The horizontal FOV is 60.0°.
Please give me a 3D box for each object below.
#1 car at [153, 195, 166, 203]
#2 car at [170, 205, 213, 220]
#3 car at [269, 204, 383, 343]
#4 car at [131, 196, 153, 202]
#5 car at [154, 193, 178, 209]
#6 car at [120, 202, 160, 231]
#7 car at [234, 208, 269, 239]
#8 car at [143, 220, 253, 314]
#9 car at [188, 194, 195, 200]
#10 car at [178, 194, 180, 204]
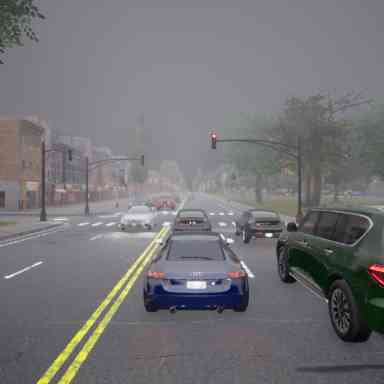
[{"bbox_3d":[-6.649,1.461,68.611,2.033,1.411,5.357,0,0,0],"label":"car"},{"bbox_3d":[0.006,1.582,16.633,1.837,1.490,4.892,0,0,1],"label":"car"},{"bbox_3d":[3.313,1.235,6.600,2.150,2.045,5.566,0,0,0],"label":"car"},{"bbox_3d":[-6.688,1.469,42.600,2.097,1.767,4.553,0,0,0],"label":"car"},{"bbox_3d":[-3.450,1.329,44.884,2.150,2.045,5.566,0,0,0],"label":"car"},{"bbox_3d":[-3.395,1.634,21.793,1.812,1.442,4.674,0,0,0],"label":"car"},{"bbox_3d":[3.260,1.581,16.462,1.837,1.490,4.892,0,0,0],"label":"car"},{"bbox_3d":[0.064,1.583,7.746,1.994,1.385,4.181,0,0,0],"label":"car"},{"bbox_3d":[-0.179,1.304,84.357,2.128,1.511,4.902,0,0,0],"label":"car"},{"bbox_3d":[-3.440,1.184,63.360,2.150,2.045,5.566,0,0,0],"label":"car"}]
